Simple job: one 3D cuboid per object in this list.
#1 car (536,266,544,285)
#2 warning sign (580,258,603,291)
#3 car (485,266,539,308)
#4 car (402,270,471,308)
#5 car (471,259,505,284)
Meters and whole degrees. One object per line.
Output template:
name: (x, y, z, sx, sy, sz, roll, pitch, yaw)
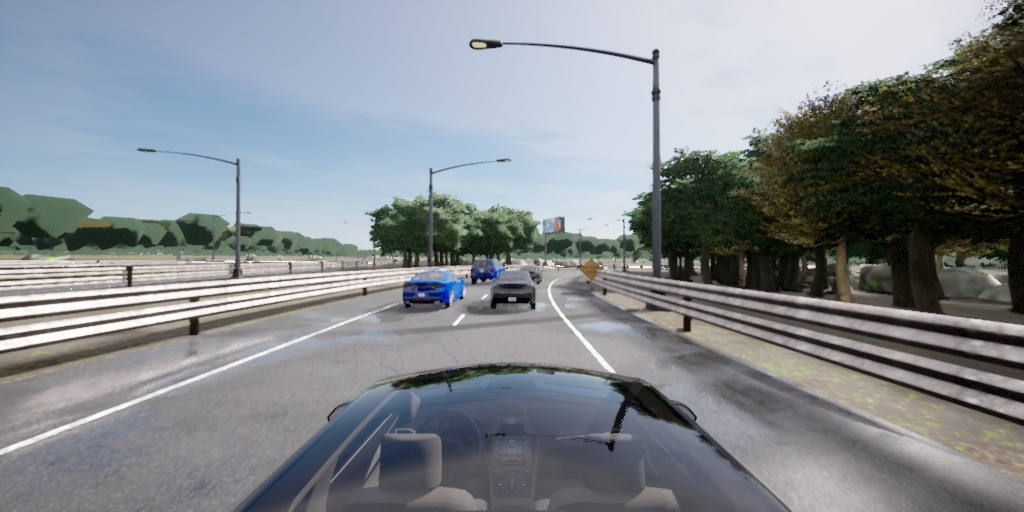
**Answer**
car: (1.585, 1.576, 30.232, 1.837, 1.490, 4.892, 0, 0, 9)
warning sign: (4.632, 1.057, 20.889, 1.300, 1.860, 1.060, 0, 0, 5)
car: (0.129, 1.397, 15.943, 1.837, 1.490, 4.892, 0, 0, 3)
car: (-3.355, 1.372, 16.269, 1.882, 1.535, 5.008, 0, 0, 3)
car: (-1.921, 1.292, 30.532, 2.150, 2.045, 5.566, 0, -1, 9)
